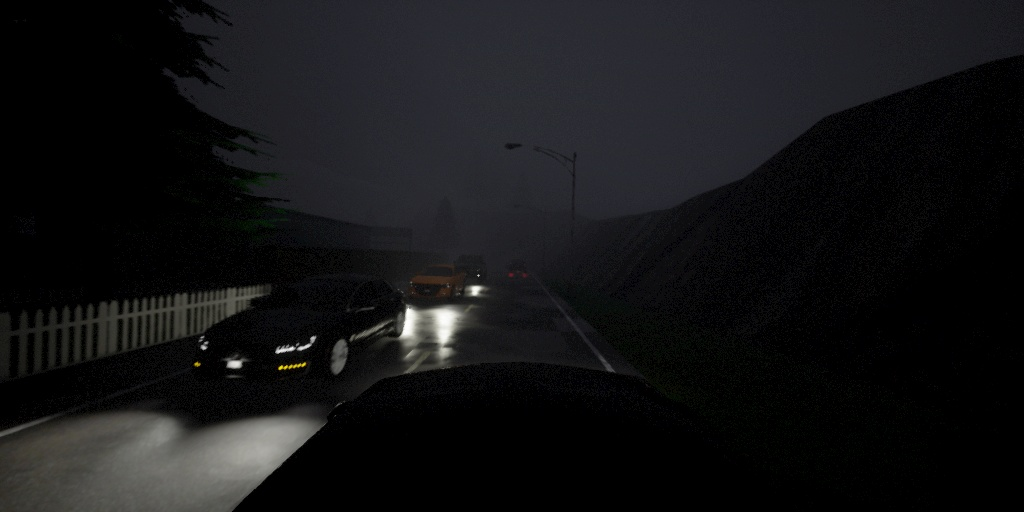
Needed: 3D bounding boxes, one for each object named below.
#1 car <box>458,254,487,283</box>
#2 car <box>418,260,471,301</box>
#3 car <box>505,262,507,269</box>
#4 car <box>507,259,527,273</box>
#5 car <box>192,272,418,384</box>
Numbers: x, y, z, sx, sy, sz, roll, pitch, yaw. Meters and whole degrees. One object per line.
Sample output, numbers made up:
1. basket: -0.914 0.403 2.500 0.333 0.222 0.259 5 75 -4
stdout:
1. car: -3.183 0.898 27.679 2.150 2.045 5.566 2 0 1
2. car: -3.376 1.137 16.992 1.882 1.535 5.008 2 0 1
3. car: 0.017 1.296 55.325 2.128 1.511 4.902 2 0 -7
4. car: 0.713 1.166 45.017 2.097 1.767 4.553 2 0 0
5. car: -3.535 1.148 7.056 1.837 1.490 4.892 2 0 1
